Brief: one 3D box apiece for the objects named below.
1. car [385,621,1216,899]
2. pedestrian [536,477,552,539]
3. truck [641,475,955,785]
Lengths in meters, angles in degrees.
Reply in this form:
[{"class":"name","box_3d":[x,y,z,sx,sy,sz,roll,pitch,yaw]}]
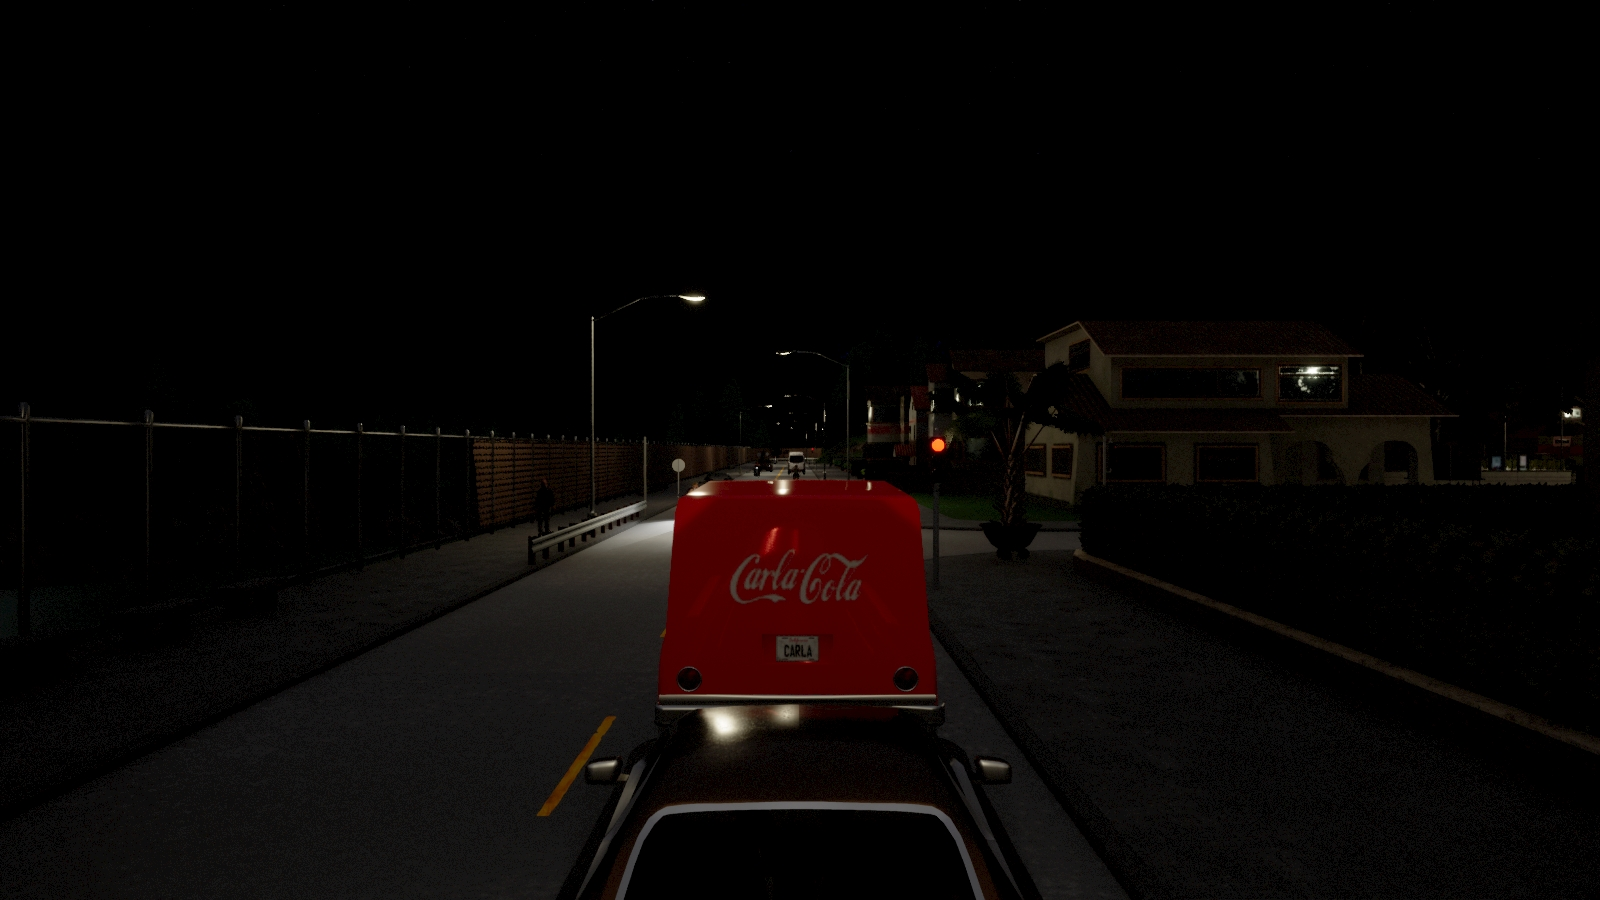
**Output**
[{"class":"car","box_3d":[-0.006,1.989,5.238,2.152,1.651,5.027,0,0,0]},{"class":"pedestrian","box_3d":[-7.686,1.732,34.305,0.375,1.860,0.375,0,0,4]},{"class":"truck","box_3d":[-0.025,1.564,12.158,2.627,2.467,5.204,0,0,0]}]
